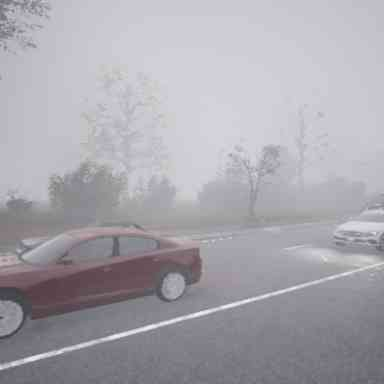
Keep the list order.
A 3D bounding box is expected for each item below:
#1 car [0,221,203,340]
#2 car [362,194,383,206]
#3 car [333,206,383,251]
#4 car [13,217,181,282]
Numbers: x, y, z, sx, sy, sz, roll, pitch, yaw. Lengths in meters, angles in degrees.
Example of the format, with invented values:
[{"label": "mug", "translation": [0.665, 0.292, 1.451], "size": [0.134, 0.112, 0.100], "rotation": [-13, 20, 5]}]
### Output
[{"label": "car", "translation": [-2.086, 1.482, 6.721], "size": [5.008, 1.535, 1.882], "rotation": [0, 0, -35]}, {"label": "car", "translation": [14.062, 1.179, 23.836], "size": [5.566, 2.045, 2.150], "rotation": [0, 0, -40]}, {"label": "car", "translation": [7.907, 1.514, 14.140], "size": [4.674, 1.442, 1.812], "rotation": [0, 0, -38]}, {"label": "car", "translation": [-2.839, 1.608, 10.477], "size": [4.718, 1.301, 1.895], "rotation": [0, 0, -36]}]
